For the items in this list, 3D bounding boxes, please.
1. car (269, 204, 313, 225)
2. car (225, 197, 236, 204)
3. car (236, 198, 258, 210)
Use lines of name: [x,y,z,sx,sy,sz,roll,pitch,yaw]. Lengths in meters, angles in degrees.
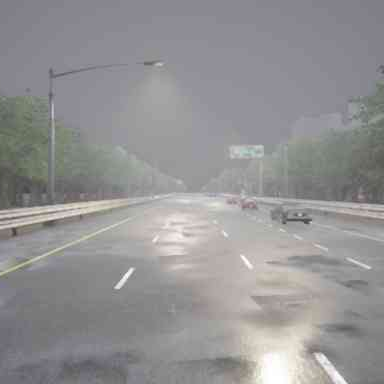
car: [7.035,1.550,24.151,2.033,1.411,5.357,0,0,0]
car: [7.205,1.577,60.877,1.895,1.301,4.718,0,0,0]
car: [7.104,1.529,42.361,1.812,1.442,4.674,0,0,0]
